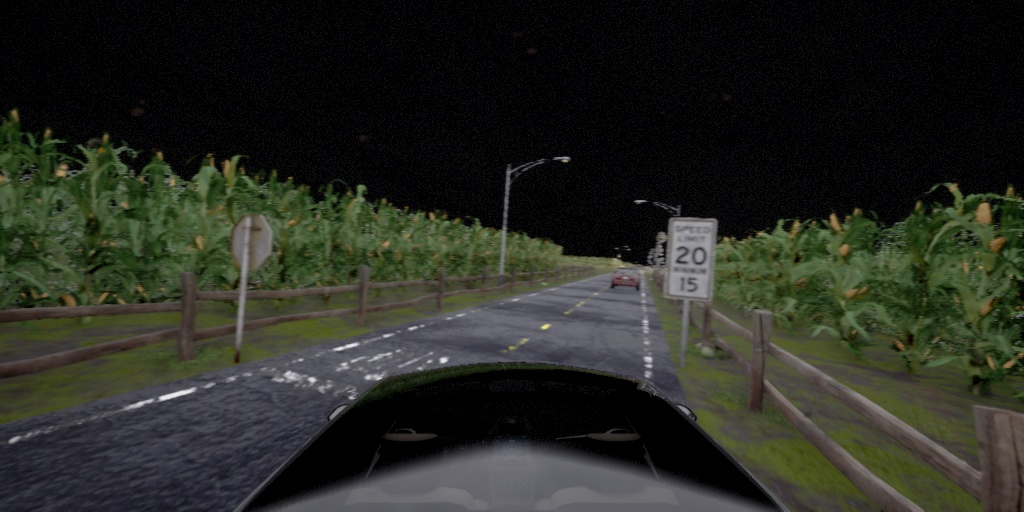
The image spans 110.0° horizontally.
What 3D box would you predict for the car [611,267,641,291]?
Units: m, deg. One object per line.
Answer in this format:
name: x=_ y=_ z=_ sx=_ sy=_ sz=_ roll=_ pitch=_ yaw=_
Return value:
car: x=9.299 y=1.726 z=29.090 sx=2.097 sy=1.767 sz=4.553 roll=4 pitch=0 yaw=20
